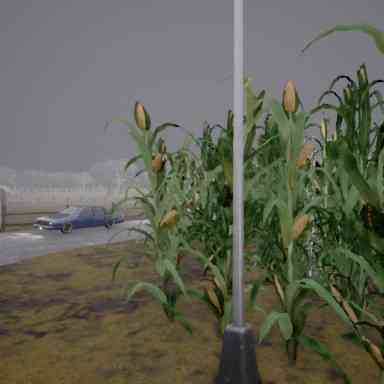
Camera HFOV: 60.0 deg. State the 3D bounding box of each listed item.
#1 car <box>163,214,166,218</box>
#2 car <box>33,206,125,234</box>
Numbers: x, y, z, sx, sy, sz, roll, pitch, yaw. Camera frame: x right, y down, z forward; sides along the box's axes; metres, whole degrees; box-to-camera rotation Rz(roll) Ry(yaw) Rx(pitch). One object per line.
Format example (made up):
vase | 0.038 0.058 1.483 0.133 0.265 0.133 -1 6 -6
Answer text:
car | -0.918 1.528 27.440 1.812 1.442 4.674 2 1 36
car | -6.428 1.526 19.694 2.033 1.411 5.357 2 1 35
